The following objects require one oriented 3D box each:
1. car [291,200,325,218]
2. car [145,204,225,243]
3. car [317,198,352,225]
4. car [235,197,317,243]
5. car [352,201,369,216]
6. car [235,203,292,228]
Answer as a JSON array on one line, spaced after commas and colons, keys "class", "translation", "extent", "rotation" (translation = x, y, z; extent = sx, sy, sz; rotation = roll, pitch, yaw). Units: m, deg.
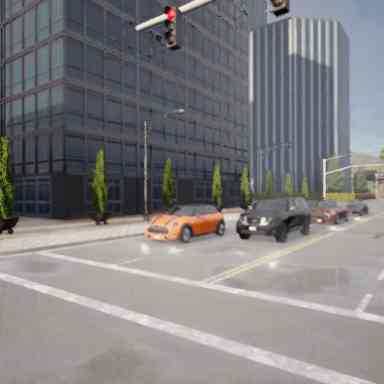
[{"class": "car", "translation": [11.393, 1.554, 32.434], "extent": [1.837, 1.490, 4.892], "rotation": [0, 0, 36]}, {"class": "car", "translation": [-0.244, 1.414, 16.645], "extent": [2.097, 1.767, 4.553], "rotation": [0, 0, 36]}, {"class": "car", "translation": [10.137, 1.391, 24.840], "extent": [2.097, 1.767, 4.553], "rotation": [0, 0, 36]}, {"class": "car", "translation": [4.315, 1.267, 16.939], "extent": [2.150, 2.045, 5.566], "rotation": [0, 0, 36]}, {"class": "car", "translation": [16.222, 1.580, 33.079], "extent": [2.033, 1.411, 5.357], "rotation": [0, 0, 37]}, {"class": "car", "translation": [5.372, 1.603, 24.274], "extent": [2.033, 1.411, 5.357], "rotation": [0, 0, 36]}]
